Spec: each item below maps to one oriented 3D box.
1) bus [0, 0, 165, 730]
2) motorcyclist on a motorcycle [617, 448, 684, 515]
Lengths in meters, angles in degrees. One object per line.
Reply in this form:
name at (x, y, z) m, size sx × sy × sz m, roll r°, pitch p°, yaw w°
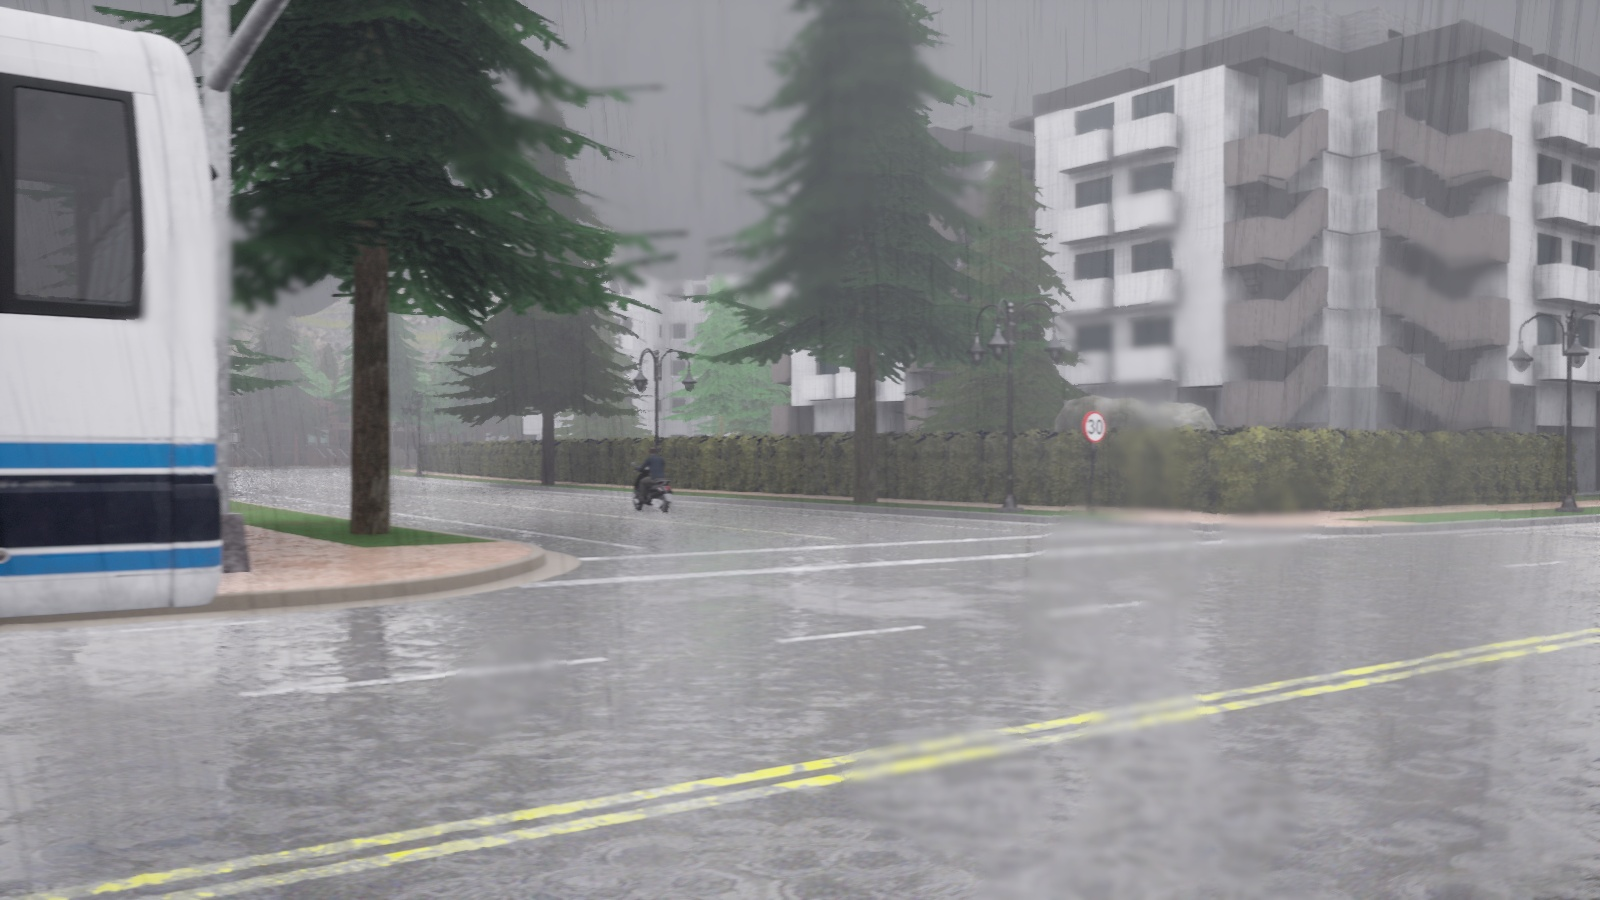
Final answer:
bus at (-9.016, -0.598, 5.929) m, size 10.273 × 4.253 × 3.944 m, roll 0°, pitch 0°, yaw -35°
motorcyclist on a motorcycle at (-3.663, 0.742, 30.671) m, size 0.866 × 1.590 × 1.817 m, roll 0°, pitch 0°, yaw -35°
